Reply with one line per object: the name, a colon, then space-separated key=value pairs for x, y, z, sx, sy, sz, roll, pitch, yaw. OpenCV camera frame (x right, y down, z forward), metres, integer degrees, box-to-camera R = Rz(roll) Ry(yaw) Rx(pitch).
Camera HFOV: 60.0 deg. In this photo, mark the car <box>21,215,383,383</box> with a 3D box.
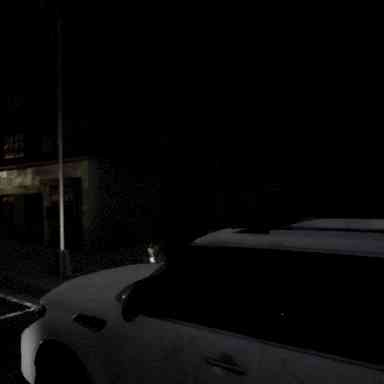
car: x=0.882 y=1.229 z=2.756 sx=5.566 sy=2.045 sz=2.150 roll=-1 pitch=0 yaw=35
